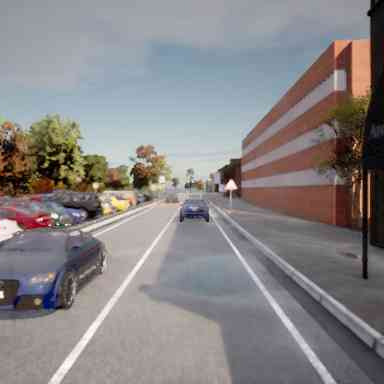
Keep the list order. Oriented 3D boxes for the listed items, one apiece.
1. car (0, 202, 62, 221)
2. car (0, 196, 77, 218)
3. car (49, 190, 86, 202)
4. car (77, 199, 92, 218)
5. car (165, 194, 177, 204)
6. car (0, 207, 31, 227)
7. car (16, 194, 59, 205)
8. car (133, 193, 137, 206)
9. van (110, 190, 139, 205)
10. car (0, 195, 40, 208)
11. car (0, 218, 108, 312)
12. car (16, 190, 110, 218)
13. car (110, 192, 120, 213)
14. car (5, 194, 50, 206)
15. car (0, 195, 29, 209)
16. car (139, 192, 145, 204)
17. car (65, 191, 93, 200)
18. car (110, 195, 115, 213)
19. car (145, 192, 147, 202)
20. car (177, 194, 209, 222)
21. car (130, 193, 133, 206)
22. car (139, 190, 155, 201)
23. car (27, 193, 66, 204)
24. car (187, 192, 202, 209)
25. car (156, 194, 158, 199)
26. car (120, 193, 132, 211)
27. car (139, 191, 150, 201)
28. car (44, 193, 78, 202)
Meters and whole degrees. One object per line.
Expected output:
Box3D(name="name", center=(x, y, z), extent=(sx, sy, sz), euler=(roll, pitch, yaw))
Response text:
Box3D(name="car", center=(-9.282, 1.422, 15.945), extent=(5.008, 1.535, 2.097), euler=(0, 1, 0))
Box3D(name="car", center=(-9.312, 1.261, 18.769), extent=(4.553, 1.767, 2.185), euler=(0, 1, 0))
Box3D(name="car", center=(-21.725, 0.632, 58.145), extent=(5.566, 2.045, 2.435), euler=(0, 1, 0))
Box3D(name="car", center=(-9.276, 1.391, 21.597), extent=(4.674, 1.452, 2.002), euler=(0, 1, 0))
Box3D(name="car", center=(-3.033, 1.063, 50.516), extent=(1.837, 1.490, 4.892), euler=(0, 0, 1))
Box3D(name="car", center=(-9.292, 1.498, 13.120), extent=(4.674, 1.452, 2.002), euler=(0, 1, 0))
Box3D(name="car", center=(-21.772, 1.030, 46.979), extent=(5.008, 1.535, 2.097), euler=(0, 1, 0))
Box3D(name="car", center=(-9.227, 1.177, 38.549), extent=(4.674, 1.452, 2.002), euler=(0, 1, 0))
Box3D(name="van", center=(-9.339, 0.876, 41.372), extent=(4.442, 1.987, 1.878), euler=(0, 1, 0))
Box3D(name="car", center=(-21.820, 1.131, 41.332), extent=(4.792, 1.488, 2.163), euler=(0, 1, 0))
Box3D(name="car", center=(-3.337, 1.547, 7.646), extent=(1.994, 1.385, 4.181), euler=(0, 0, 0))
Box3D(name="car", center=(-9.294, 1.064, 24.418), extent=(5.566, 2.045, 2.435), euler=(0, 1, 0))
Box3D(name="car", center=(-9.283, 1.118, 30.071), extent=(4.553, 1.767, 2.185), euler=(0, 1, 0))
Box3D(name="car", center=(-21.779, 1.065, 44.155), extent=(5.008, 1.535, 2.097), euler=(0, 1, 0))
Box3D(name="car", center=(-21.803, 1.138, 38.384), extent=(5.008, 1.535, 2.097), euler=(0, 1, 0))
Box3D(name="car", center=(-9.186, 1.095, 44.200), extent=(4.792, 1.488, 2.163), euler=(0, 1, 0))
Box3D(name="car", center=(-21.675, 0.669, 63.926), extent=(4.553, 1.767, 2.185), euler=(0, 0, 0))
Box3D(name="car", center=(-9.444, 1.277, 27.247), extent=(5.366, 1.575, 1.946), euler=(0, 1, 0))
Box3D(name="car", center=(-9.211, 1.070, 47.026), extent=(4.674, 1.452, 2.002), euler=(0, 1, 0))
Box3D(name="car", center=(0.179, 1.197, 25.202), extent=(2.097, 1.767, 4.553), euler=(0, 1, 0))
Box3D(name="car", center=(-9.423, 1.170, 35.724), extent=(5.366, 1.575, 1.946), euler=(0, 1, 0))
Box3D(name="car", center=(-9.181, 0.921, 55.501), extent=(5.008, 1.535, 2.097), euler=(0, 1, 0))
Box3D(name="car", center=(-21.766, 0.995, 49.803), extent=(4.892, 1.521, 2.231), euler=(0, 1, 0))
Box3D(name="car", center=(0.311, 1.004, 42.919), extent=(1.837, 1.490, 4.892), euler=(0, 7, 1))
Box3D(name="car", center=(-9.144, 0.591, 61.150), extent=(5.566, 2.045, 2.435), euler=(0, 1, 0))
Box3D(name="car", center=(-9.059, 1.205, 32.897), extent=(5.366, 1.575, 1.946), euler=(0, 1, 0))
Box3D(name="car", center=(-9.198, 1.034, 49.852), extent=(4.674, 1.452, 2.002), euler=(0, 1, 0))
Box3D(name="car", center=(-21.766, 0.921, 55.449), extent=(4.892, 1.521, 2.231), euler=(0, 1, 0))
